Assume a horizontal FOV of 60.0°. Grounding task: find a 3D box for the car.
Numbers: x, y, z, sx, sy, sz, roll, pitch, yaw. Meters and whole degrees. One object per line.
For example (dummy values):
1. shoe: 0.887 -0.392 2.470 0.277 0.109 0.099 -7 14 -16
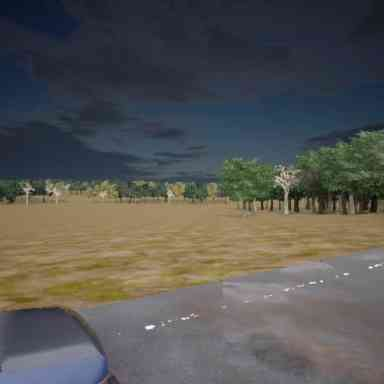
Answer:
1. car: -3.096 1.547 1.808 5.357 1.411 2.033 0 0 -35
